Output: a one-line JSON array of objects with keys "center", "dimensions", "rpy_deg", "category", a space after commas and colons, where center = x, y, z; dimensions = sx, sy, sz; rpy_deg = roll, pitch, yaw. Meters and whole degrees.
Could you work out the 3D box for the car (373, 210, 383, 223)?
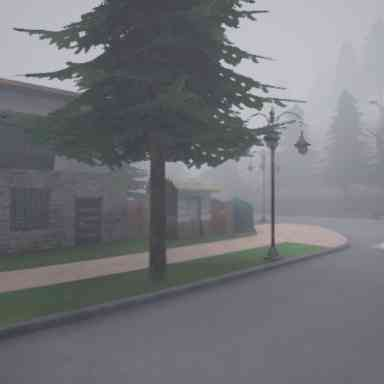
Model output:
[{"center": [14.359, 1.478, 21.491], "dimensions": [1.895, 1.301, 4.718], "rpy_deg": [0, 0, -26], "category": "car"}]
